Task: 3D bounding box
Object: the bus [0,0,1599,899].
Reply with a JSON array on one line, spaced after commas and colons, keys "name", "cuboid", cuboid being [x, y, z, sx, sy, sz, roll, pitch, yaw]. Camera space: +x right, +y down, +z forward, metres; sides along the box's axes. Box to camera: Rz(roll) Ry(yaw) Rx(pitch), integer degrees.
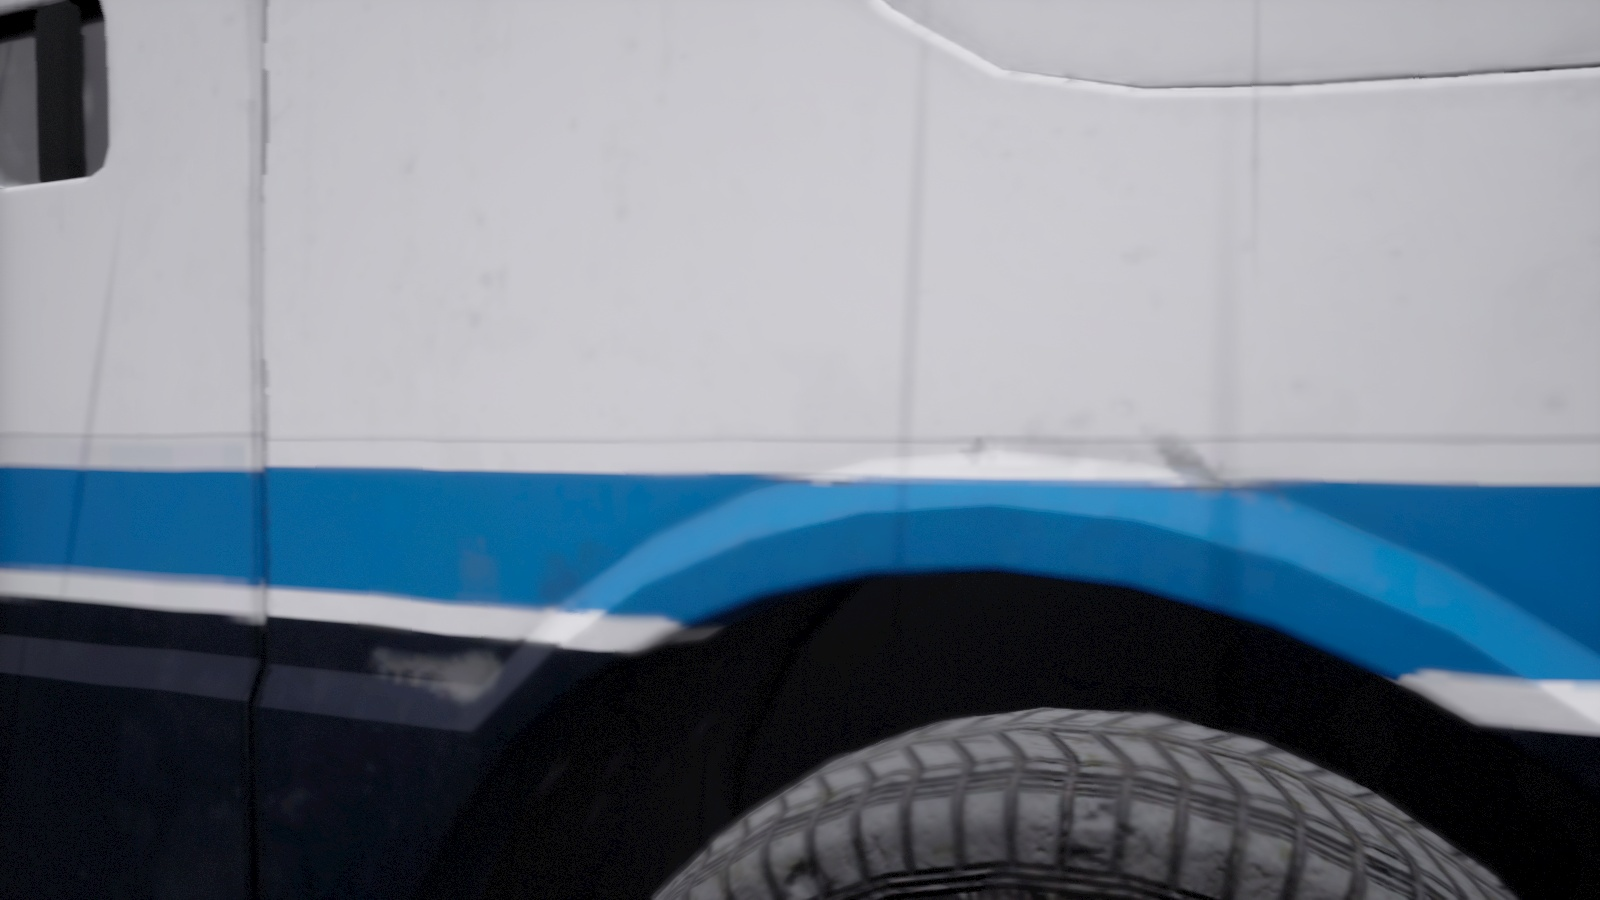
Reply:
[{"name": "bus", "cuboid": [-1.851, -0.614, 3.772, 10.273, 4.253, 3.944, 1, 1, 25]}]
